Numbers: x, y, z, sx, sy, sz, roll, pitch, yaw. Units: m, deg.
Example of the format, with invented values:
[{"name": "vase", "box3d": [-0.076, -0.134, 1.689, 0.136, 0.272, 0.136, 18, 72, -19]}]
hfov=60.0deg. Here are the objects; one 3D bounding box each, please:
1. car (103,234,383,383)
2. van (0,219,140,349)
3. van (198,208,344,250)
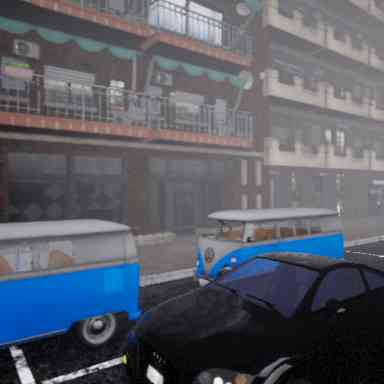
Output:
[{"name": "car", "box3d": [1.274, 1.541, 4.284, 4.181, 1.385, 1.994, 0, 0, -35]}, {"name": "van", "box3d": [-2.690, 1.338, 4.646, 3.998, 1.788, 1.690, 0, 0, -35]}, {"name": "van", "box3d": [1.951, 1.301, 7.949, 3.998, 1.788, 1.690, 0, 0, -35]}]
